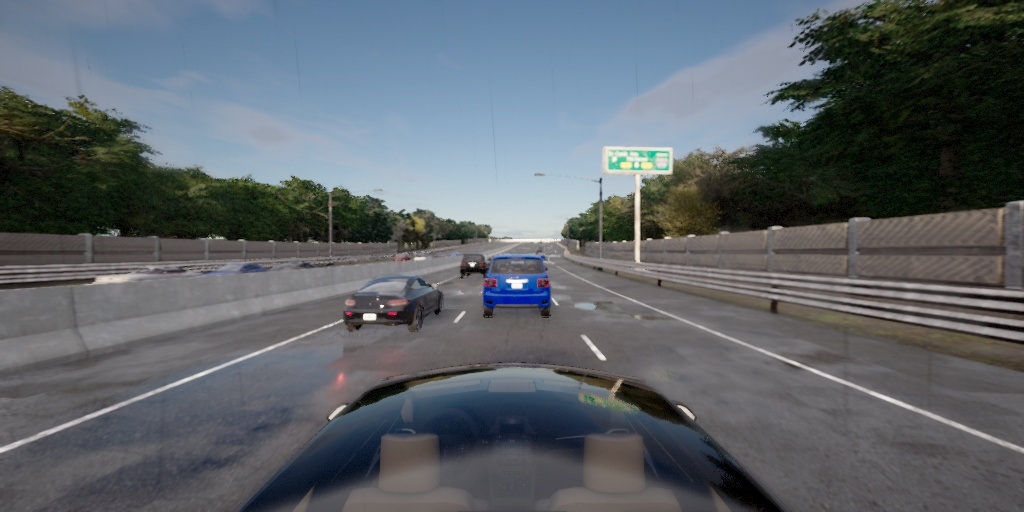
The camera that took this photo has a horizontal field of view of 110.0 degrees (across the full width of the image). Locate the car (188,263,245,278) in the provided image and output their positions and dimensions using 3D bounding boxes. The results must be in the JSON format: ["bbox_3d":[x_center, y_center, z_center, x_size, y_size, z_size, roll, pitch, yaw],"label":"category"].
[{"bbox_3d":[-17.382,1.173,22.757,1.812,1.442,4.674,0,1,1],"label":"car"}]

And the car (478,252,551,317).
[{"bbox_3d":[0.176,0.951,13.182,2.150,2.045,5.566,0,0,1],"label":"car"}]

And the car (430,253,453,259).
[{"bbox_3d":[-12.373,0.487,63.182,1.895,1.301,4.718,0,2,4],"label":"car"}]

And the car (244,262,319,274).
[{"bbox_3d":[-13.884,1.157,22.514,1.837,1.490,4.892,0,1,1],"label":"car"}]

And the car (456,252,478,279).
[{"bbox_3d":[-3.013,0.778,30.509,2.150,2.045,5.566,0,1,1],"label":"car"}]

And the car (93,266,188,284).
[{"bbox_3d":[-20.918,1.265,20.928,1.895,1.301,4.718,0,1,1],"label":"car"}]

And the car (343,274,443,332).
[{"bbox_3d":[-3.345,1.264,10.782,1.812,1.442,4.674,0,0,0],"label":"car"}]
